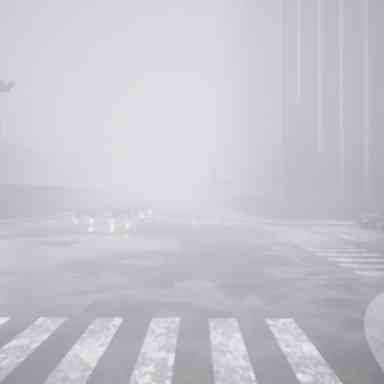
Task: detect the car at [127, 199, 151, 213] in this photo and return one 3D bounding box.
[{"bbox_3d":[-6.948,1.906,43.416,1.812,1.442,4.674,0,-1,0],"label":"car"}]

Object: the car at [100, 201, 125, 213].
[{"bbox_3d":[-10.451,1.933,44.025,2.033,1.411,5.357,0,-1,0],"label":"car"}]

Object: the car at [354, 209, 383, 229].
[{"bbox_3d":[13.334,1.754,21.926,4.892,1.490,1.837,0,-1,0],"label":"car"}]

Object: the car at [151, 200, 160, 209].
[{"bbox_3d":[-6.889,1.955,52.943,2.128,1.511,4.902,0,-1,1],"label":"car"}]

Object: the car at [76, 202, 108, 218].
[{"bbox_3d":[-10.483,1.827,34.445,1.812,1.442,4.674,0,-1,0],"label":"car"}]

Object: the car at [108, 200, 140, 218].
[{"bbox_3d":[-6.983,1.827,34.436,1.812,1.442,4.674,0,-1,0],"label":"car"}]

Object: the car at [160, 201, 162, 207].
[{"bbox_3d":[-6.797,2.112,62.661,1.994,1.385,4.181,0,-1,0],"label":"car"}]

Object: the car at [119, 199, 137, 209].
[{"bbox_3d":[-10.374,1.949,53.878,1.882,1.535,5.008,0,-1,1],"label":"car"}]

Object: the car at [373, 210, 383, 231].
[{"bbox_3d":[13.066,1.819,18.425,4.718,1.301,1.895,0,-1,0],"label":"car"}]

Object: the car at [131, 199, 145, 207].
[{"bbox_3d":[-10.293,2.085,63.923,1.812,1.442,4.674,0,-1,0],"label":"car"}]
